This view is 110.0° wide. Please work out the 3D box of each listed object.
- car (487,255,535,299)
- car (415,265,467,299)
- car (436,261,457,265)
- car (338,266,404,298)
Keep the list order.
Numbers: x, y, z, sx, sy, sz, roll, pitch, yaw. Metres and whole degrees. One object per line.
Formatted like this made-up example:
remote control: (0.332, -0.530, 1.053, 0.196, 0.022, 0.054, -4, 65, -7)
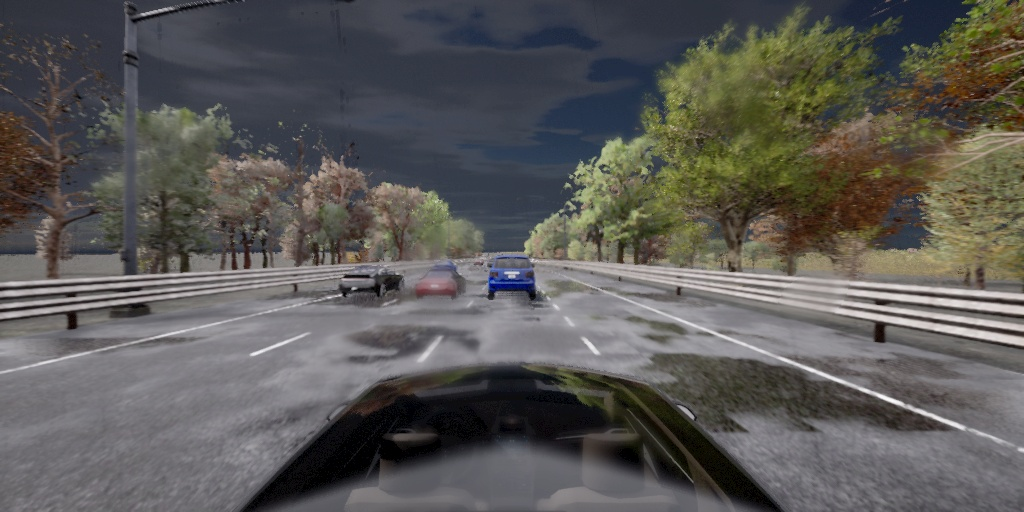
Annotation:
car: (-0.002, 0.980, 18.297, 2.150, 2.045, 5.566, 0, 0, 0)
car: (-3.503, 1.322, 18.290, 1.994, 1.385, 4.181, 0, 0, 0)
car: (-7.006, 1.248, 38.047, 1.882, 1.535, 5.008, 0, 0, 0)
car: (-7.004, 1.249, 18.361, 2.128, 1.511, 4.902, 0, 0, 0)
